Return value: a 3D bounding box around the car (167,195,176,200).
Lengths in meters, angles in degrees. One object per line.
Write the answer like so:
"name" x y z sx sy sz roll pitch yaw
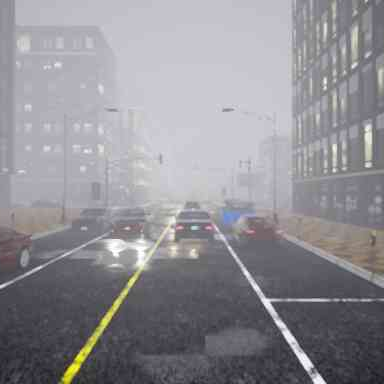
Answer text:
"car" -5.688 1.532 92.198 2.008 1.369 4.403 0 0 0

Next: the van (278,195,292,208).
"van" 14.900 1.373 48.988 3.998 1.788 1.690 0 0 0

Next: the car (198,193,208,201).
"car" 2.694 1.288 81.121 2.192 1.841 5.009 0 0 0

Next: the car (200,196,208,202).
"car" 2.693 1.552 75.582 1.802 1.307 4.206 0 0 0

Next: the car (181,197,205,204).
"car" -0.057 1.497 32.377 1.812 1.442 4.674 0 0 -3

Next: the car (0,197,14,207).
"car" -28.983 1.448 48.880 4.829 1.417 1.752 0 0 0

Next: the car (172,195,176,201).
"car" -5.687 1.288 81.120 2.192 1.841 5.009 0 0 0

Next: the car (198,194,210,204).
"car" 2.693 1.492 64.673 1.752 1.417 4.829 0 0 0

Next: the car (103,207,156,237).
"car" -3.092 1.546 17.821 1.994 1.385 4.181 0 0 0

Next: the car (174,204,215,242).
"car" 0.100 1.530 16.229 2.033 1.411 5.357 0 0 0

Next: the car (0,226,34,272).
"car" -5.687 1.536 8.365 1.887 1.381 4.507 0 0 0

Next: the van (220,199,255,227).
"van" 2.661 1.321 19.716 1.690 1.788 3.998 0 0 0

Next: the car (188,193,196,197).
"car" -0.001 1.204 89.255 2.150 2.045 5.566 0 0 0

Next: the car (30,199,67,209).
"car" -17.466 1.491 40.528 4.206 1.307 1.802 0 0 0

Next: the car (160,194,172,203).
"car" -5.688 1.494 69.871 1.752 1.417 4.829 0 0 0

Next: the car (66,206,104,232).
"car" -5.687 1.546 19.742 1.947 1.339 4.313 0 0 0

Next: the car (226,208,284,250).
"car" 2.661 1.567 14.027 1.802 1.307 4.206 0 0 0

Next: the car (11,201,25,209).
"car" -22.958 1.425 40.515 4.829 1.417 1.752 0 0 0
